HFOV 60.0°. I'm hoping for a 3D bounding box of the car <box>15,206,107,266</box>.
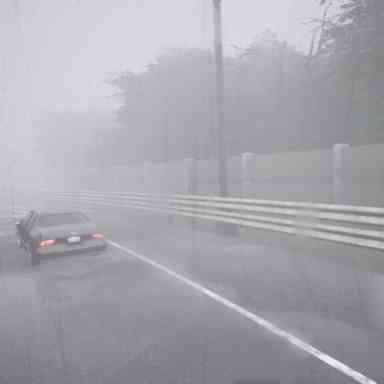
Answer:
[{"bbox_3d":[-4.295,1.176,10.404,2.033,1.411,5.357,-4,3,-32],"label":"car"}]
